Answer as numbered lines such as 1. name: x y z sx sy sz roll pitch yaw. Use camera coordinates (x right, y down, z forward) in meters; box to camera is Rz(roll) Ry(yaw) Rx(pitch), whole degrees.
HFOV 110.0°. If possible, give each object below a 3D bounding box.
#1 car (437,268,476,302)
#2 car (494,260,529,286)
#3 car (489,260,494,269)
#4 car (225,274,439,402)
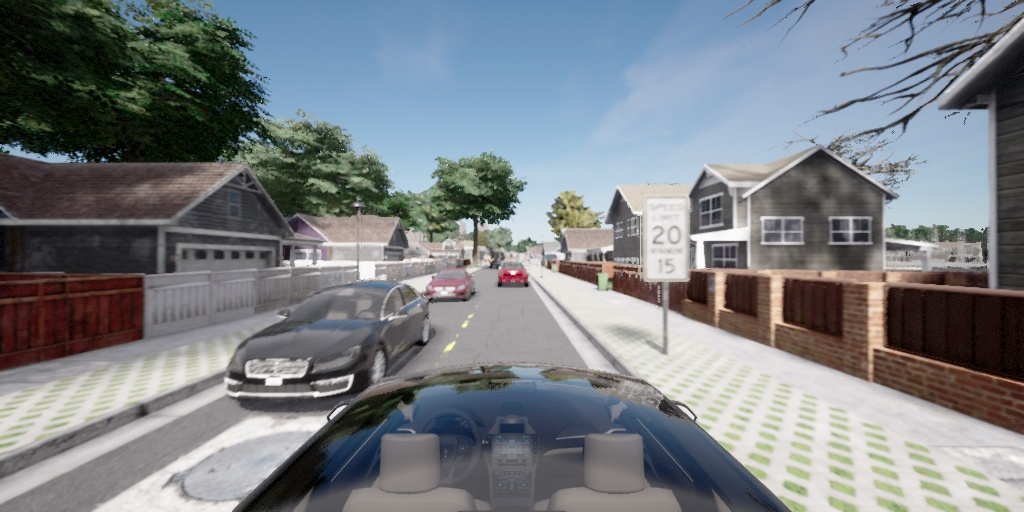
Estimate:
1. car: -2.844 1.305 17.457 1.812 1.442 4.674 0 0 0
2. car: 0.091 1.151 25.638 2.097 1.767 4.553 0 0 1
3. car: -2.812 1.403 60.593 1.882 1.535 5.008 0 0 0
4. car: -2.846 1.264 6.722 1.837 1.490 4.892 0 0 0
